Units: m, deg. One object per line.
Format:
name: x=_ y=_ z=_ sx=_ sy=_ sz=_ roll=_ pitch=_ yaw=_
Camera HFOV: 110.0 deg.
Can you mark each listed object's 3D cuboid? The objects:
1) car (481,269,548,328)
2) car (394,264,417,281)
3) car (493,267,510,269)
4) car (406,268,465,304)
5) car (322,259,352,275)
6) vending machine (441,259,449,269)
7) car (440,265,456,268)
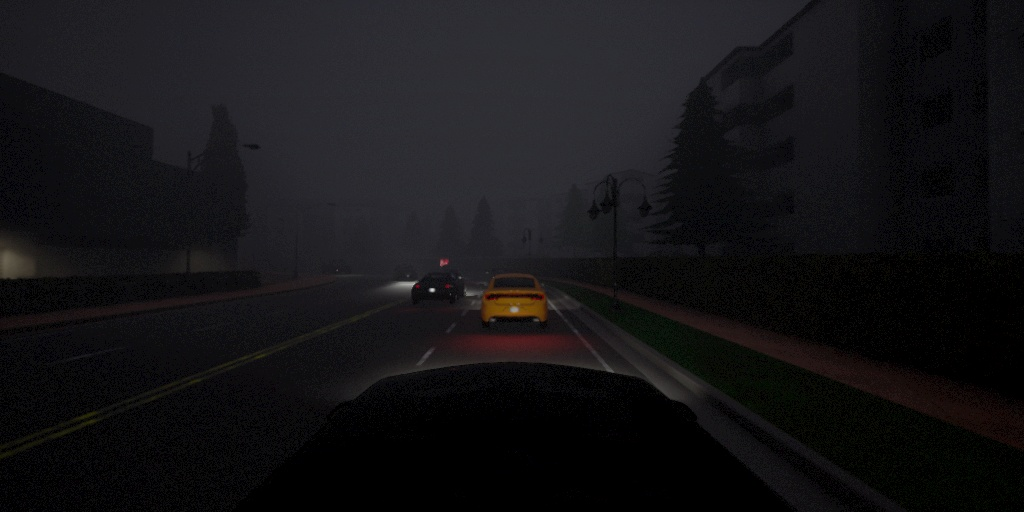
car: x=0.077 y=1.321 z=11.866 sx=1.882 sy=1.535 sz=5.008 roll=0 pitch=-1 yaw=0
car: x=-10.243 y=1.542 z=34.417 sx=2.128 sy=1.511 sz=4.902 roll=0 pitch=-1 yaw=-22
car: x=-0.877 y=1.532 z=27.317 sx=2.033 sy=1.411 sz=5.357 roll=0 pitch=0 yaw=-9
car: x=-3.472 y=1.458 z=17.478 sx=1.994 sy=1.385 sz=4.181 roll=0 pitch=-1 yaw=-1
car: x=-23.370 y=1.397 z=47.771 sx=5.566 sy=2.045 sz=2.150 roll=-1 pitch=-1 yaw=43
vending machine: x=-10.416 y=1.437 z=55.378 sx=1.100 sy=2.100 sz=0.880 roll=0 pitch=0 yaw=-43
car: x=-5.905 y=1.564 z=33.183 sx=1.812 sy=1.442 sz=4.674 roll=0 pitch=-1 yaw=-17
